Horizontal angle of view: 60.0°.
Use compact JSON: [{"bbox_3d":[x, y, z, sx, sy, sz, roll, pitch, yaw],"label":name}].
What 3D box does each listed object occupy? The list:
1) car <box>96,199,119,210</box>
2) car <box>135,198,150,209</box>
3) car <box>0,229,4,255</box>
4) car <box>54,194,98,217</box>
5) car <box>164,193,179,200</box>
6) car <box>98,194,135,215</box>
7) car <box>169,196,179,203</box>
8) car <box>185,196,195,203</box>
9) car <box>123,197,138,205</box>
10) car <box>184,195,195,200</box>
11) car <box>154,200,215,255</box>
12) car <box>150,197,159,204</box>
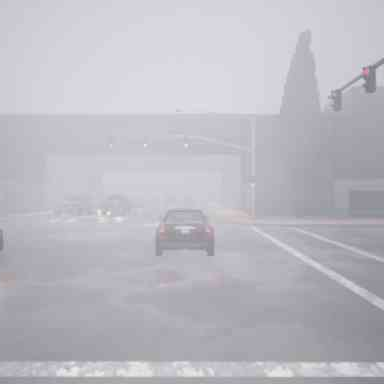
[{"bbox_3d":[-11.157,1.606,44.114,1.994,1.385,4.181,0,0,1],"label":"car"},{"bbox_3d":[-7.627,1.593,46.912,2.033,1.411,5.357,0,0,1],"label":"car"},{"bbox_3d":[-8.361,1.503,11.879,4.902,1.511,2.128,0,0,43],"label":"car"},{"bbox_3d":[-11.252,1.254,32.127,2.150,2.045,5.566,0,0,0],"label":"car"},{"bbox_3d":[-3.945,1.282,62.620,2.150,2.045,5.566,0,0,0],"label":"car"},{"bbox_3d":[-7.727,1.255,34.566,2.150,2.045,5.566,0,0,1],"label":"car"},{"bbox_3d":[-3.879,1.514,72.277,1.812,1.442,4.674,0,0,0],"label":"car"},{"bbox_3d":[-0.379,1.533,72.181,1.994,1.385,4.181,0,0,0],"label":"car"},{"bbox_3d":[-10.999,1.584,59.636,1.812,1.442,4.674,0,0,1],"label":"car"},{"bbox_3d":[-0.438,1.414,63.649,2.097,1.767,4.553,0,0,0],"label":"car"},{"bbox_3d":[-0.325,1.365,13.452,2.097,1.767,4.553,0,0,-2],"label":"car"},{"bbox_3d":[-7.438,1.627,64.115,1.994,1.385,4.181,0,0,1],"label":"car"}]
